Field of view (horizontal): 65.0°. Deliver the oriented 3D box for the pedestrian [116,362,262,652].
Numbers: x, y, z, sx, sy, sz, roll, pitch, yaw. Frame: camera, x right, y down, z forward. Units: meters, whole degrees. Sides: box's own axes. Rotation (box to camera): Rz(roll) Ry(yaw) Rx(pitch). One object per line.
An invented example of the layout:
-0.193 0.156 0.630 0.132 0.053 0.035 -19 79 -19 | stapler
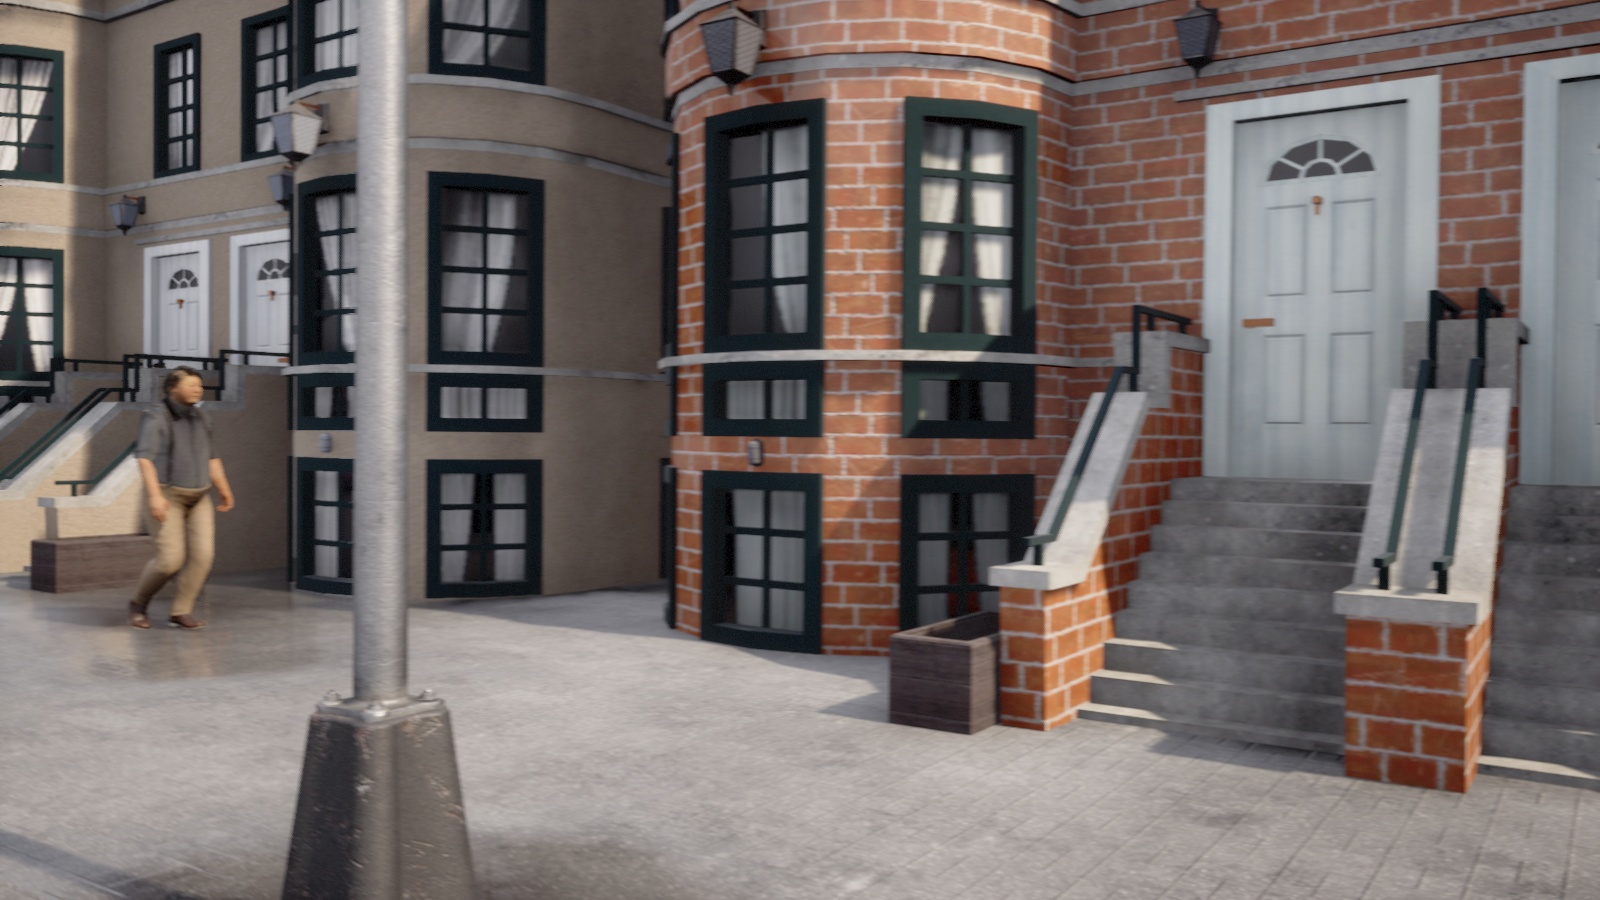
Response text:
-4.079 0.363 8.400 0.694 1.848 0.540 0 1 26 | pedestrian
